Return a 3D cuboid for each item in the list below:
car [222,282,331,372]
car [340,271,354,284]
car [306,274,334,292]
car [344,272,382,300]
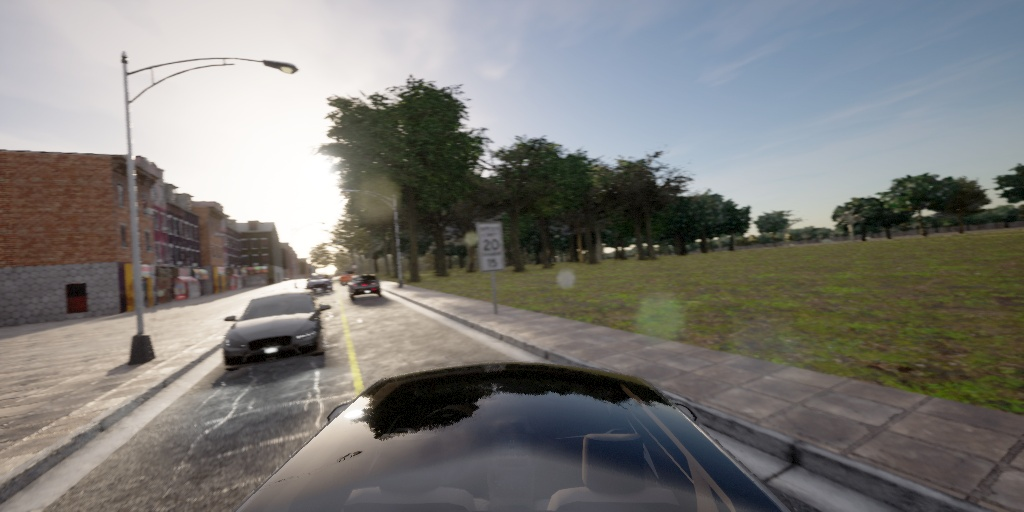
[{"bbox_3d":[-5.895,1.685,9.310,1.837,1.490,4.892,-4,1,-26],"label":"car"},{"bbox_3d":[-21.895,2.773,48.083,2.097,1.767,4.553,-4,0,-26],"label":"car"},{"bbox_3d":[-17.691,2.432,33.089,2.097,1.767,4.553,-4,0,-26],"label":"car"},{"bbox_3d":[-9.918,1.994,24.011,1.837,1.490,4.892,-4,0,-27],"label":"car"}]
